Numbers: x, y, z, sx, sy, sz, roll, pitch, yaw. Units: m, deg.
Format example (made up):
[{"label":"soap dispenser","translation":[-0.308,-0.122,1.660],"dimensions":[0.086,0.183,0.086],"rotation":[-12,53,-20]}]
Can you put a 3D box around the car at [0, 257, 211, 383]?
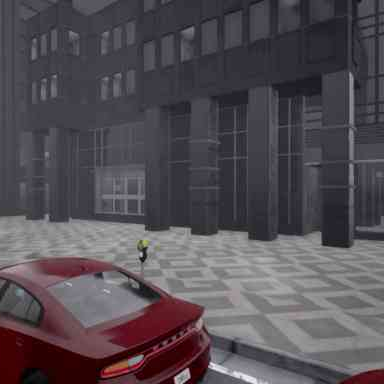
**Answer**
[{"label":"car","translation":[-1.905,1.545,4.311],"dimensions":[4.507,1.381,1.887],"rotation":[0,0,35]}]

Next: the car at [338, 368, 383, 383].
[{"label":"car","translation":[2.691,1.545,1.048],"dimensions":[4.507,1.381,1.887],"rotation":[0,0,35]}]
